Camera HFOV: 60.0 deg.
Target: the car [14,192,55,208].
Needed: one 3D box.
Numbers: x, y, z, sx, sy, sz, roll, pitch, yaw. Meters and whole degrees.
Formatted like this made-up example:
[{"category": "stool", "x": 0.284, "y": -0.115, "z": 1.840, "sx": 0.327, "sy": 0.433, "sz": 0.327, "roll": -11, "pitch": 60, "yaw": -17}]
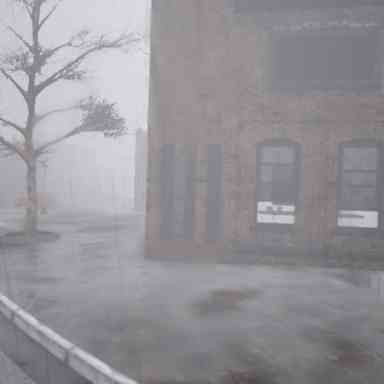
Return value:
[{"category": "car", "x": -19.489, "y": 0.963, "z": 41.447, "sx": 2.150, "sy": 2.045, "sz": 5.566, "roll": 2, "pitch": 0, "yaw": 12}]
